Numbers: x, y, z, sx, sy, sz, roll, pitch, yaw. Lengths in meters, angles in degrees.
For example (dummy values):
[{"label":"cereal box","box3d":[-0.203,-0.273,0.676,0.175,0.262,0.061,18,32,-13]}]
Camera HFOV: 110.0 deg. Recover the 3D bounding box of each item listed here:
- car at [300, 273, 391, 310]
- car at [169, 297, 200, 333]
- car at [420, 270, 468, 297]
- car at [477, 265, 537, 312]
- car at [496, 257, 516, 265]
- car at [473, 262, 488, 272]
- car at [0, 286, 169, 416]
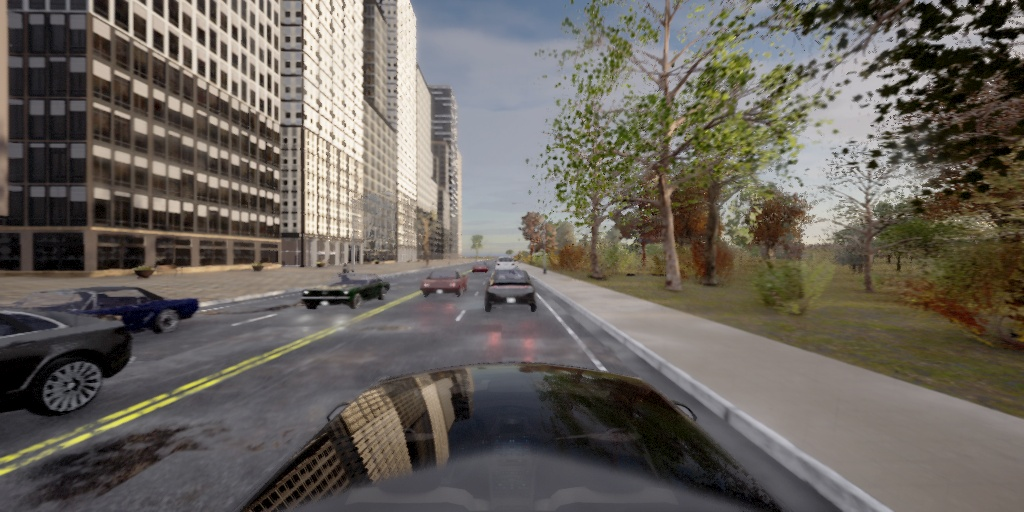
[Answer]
[{"label":"car","box3d":[-6.742,1.400,15.076,1.895,1.301,4.718,0,0,-1]},{"label":"car","box3d":[-9.901,1.386,8.055,1.895,1.301,4.718,0,0,-1]},{"label":"car","box3d":[-3.448,1.405,19.155,1.895,1.301,4.718,0,0,-1]},{"label":"car","box3d":[-0.081,1.277,14.501,2.128,1.511,4.902,0,0,-1]},{"label":"car","box3d":[-0.731,1.082,41.879,2.150,2.045,5.566,0,0,-1]},{"label":"car","box3d":[-4.131,1.446,48.064,1.994,1.385,4.181,0,0,-1]},{"label":"car","box3d":[-6.526,1.259,3.206,2.128,1.511,4.902,0,0,0]}]
